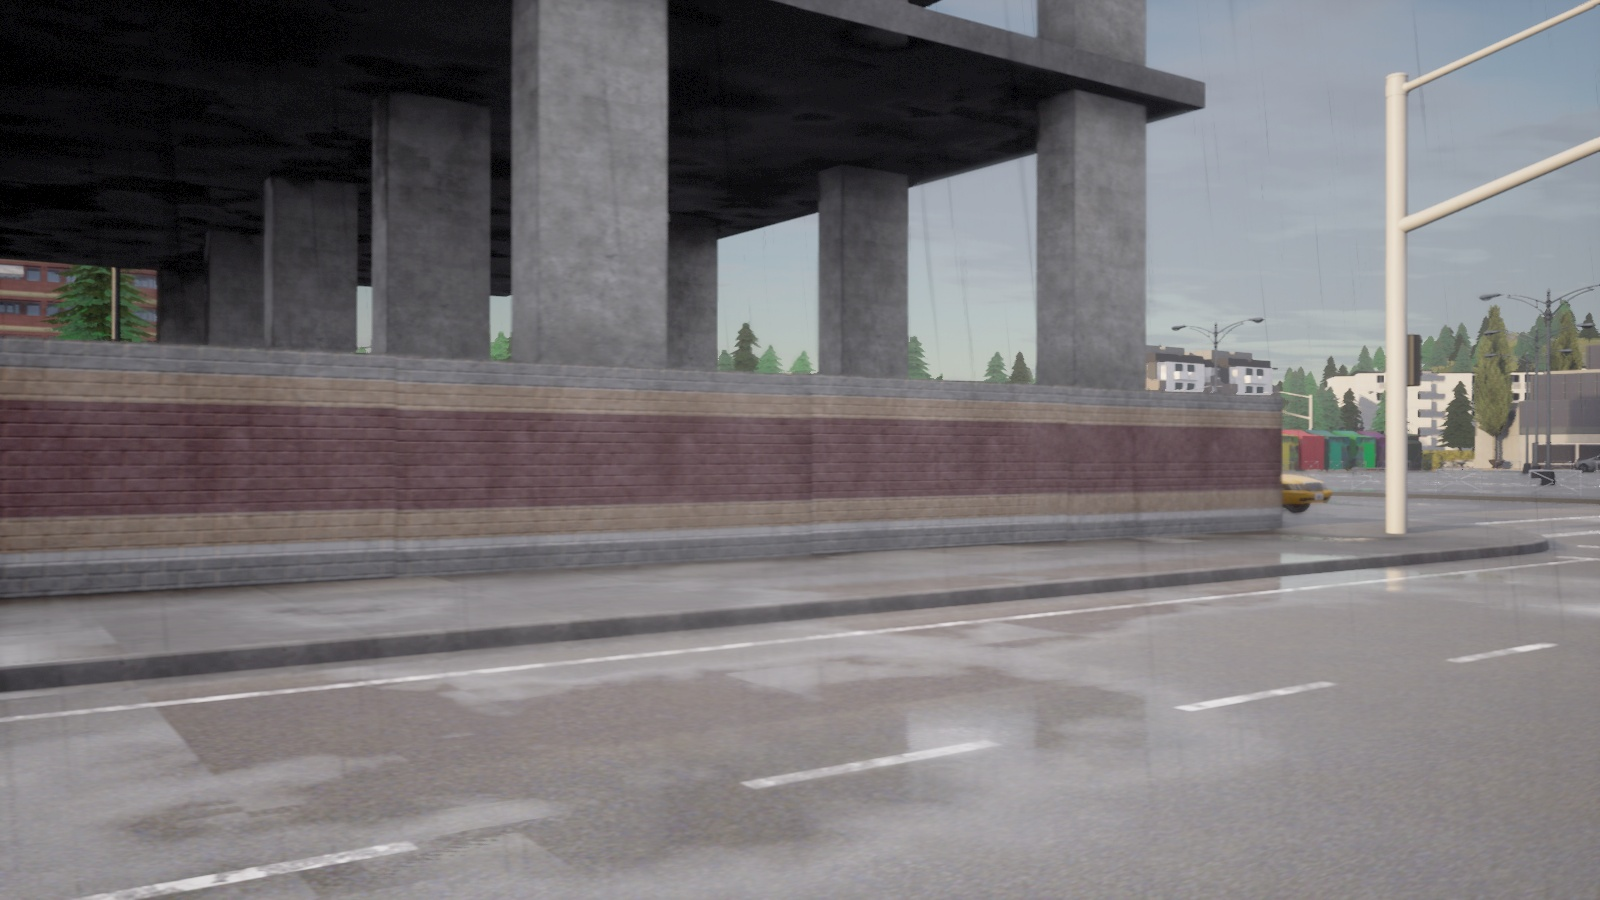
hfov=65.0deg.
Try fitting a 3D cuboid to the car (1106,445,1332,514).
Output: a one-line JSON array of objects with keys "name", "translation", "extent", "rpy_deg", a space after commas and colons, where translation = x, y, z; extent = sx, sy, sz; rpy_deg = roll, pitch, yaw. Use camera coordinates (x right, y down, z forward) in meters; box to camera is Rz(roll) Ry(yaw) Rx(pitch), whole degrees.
[{"name": "car", "translation": [10.363, 0.683, 31.499], "extent": [1.801, 1.575, 5.366], "rpy_deg": [0, 0, -35]}]
